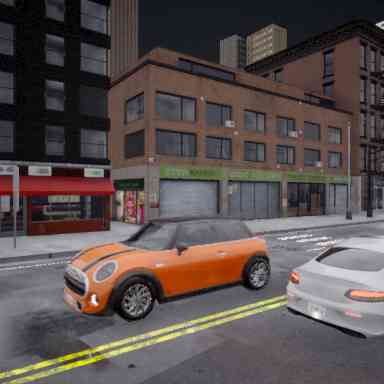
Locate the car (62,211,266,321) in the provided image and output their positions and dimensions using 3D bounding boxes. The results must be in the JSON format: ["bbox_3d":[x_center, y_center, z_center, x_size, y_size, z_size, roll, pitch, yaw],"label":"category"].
[{"bbox_3d":[-0.402,1.352,7.391,4.553,1.767,2.097,0,0,-36],"label":"car"}]

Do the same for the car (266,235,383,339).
[{"bbox_3d":[3.719,1.526,6.094,4.674,1.442,1.812,0,0,-34],"label":"car"}]
